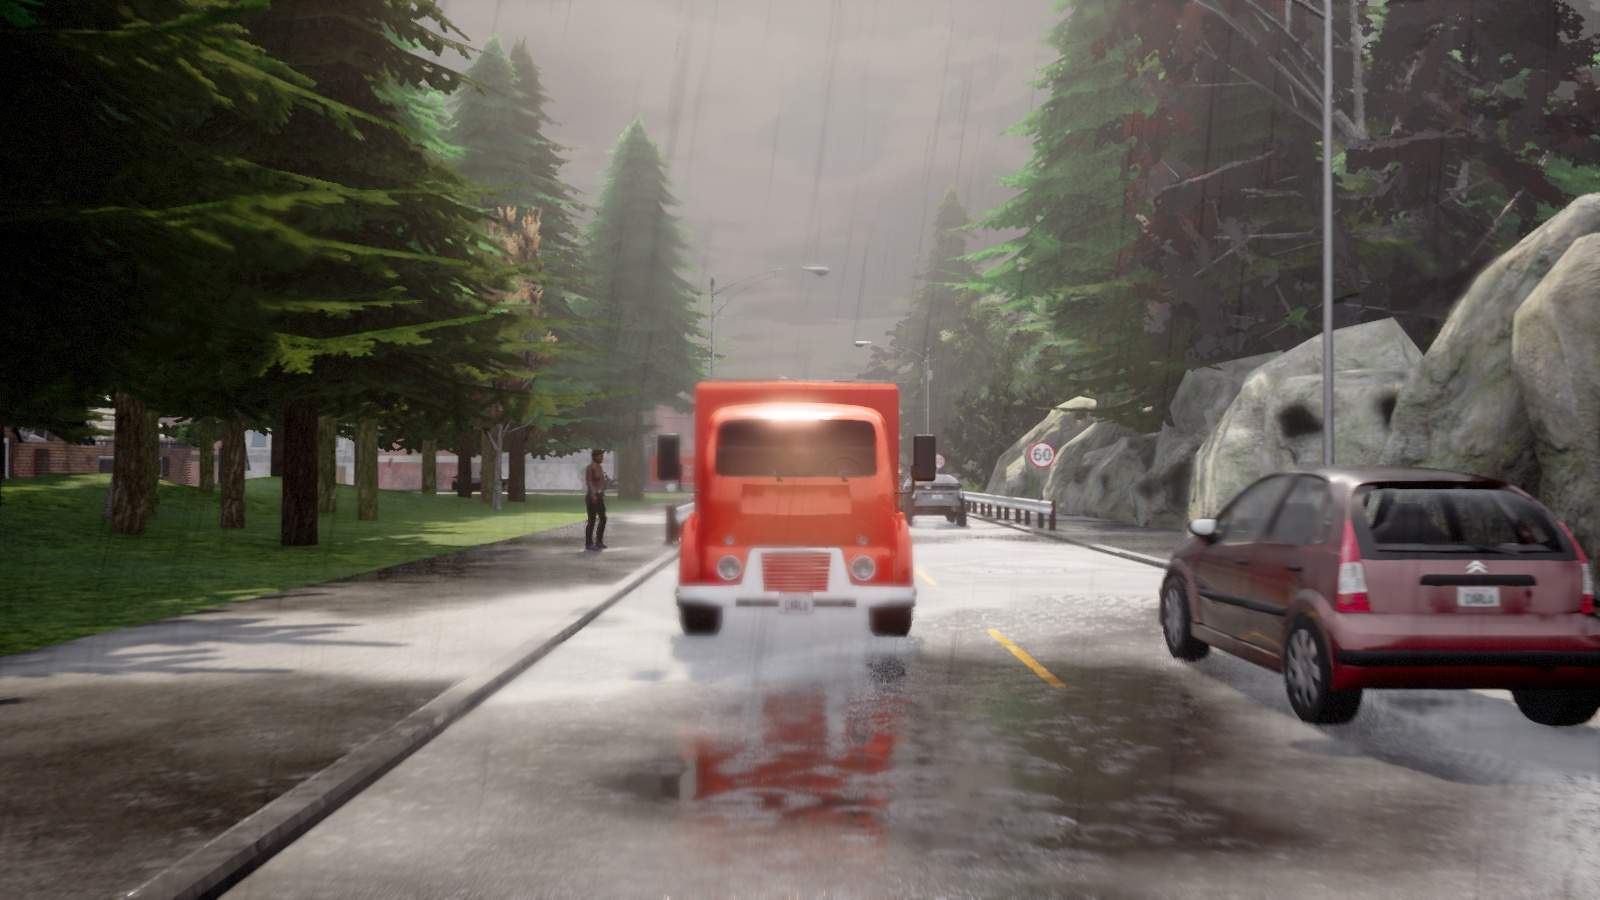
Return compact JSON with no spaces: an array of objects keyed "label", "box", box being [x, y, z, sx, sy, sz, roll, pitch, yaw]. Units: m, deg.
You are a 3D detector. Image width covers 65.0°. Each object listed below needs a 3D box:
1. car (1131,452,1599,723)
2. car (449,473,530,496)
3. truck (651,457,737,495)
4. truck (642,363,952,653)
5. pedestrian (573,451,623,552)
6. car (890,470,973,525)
[{"label":"car","box":[3.977,0.856,9.530,1.851,1.617,3.988,0,-1,0]},{"label":"car","box":[-20.391,2.280,82.683,4.792,1.488,2.163,0,-1,0]},{"label":"truck","box":[-6.929,1.737,82.487,5.204,2.467,2.627,0,-2,6]},{"label":"truck","box":[-0.034,0.558,13.313,2.627,2.467,5.204,0,-1,0]},{"label":"pedestrian","box":[-3.652,0.919,22.706,0.869,1.805,0.328,-1,-1,29]},{"label":"car","box":[3.878,1.379,37.799,2.007,1.525,4.514,0,-1,0]}]
